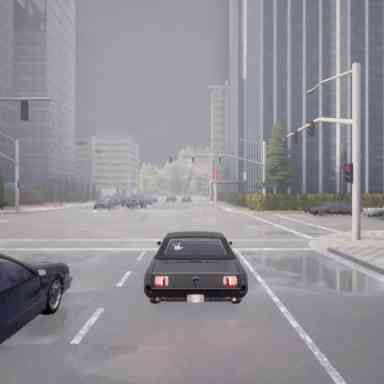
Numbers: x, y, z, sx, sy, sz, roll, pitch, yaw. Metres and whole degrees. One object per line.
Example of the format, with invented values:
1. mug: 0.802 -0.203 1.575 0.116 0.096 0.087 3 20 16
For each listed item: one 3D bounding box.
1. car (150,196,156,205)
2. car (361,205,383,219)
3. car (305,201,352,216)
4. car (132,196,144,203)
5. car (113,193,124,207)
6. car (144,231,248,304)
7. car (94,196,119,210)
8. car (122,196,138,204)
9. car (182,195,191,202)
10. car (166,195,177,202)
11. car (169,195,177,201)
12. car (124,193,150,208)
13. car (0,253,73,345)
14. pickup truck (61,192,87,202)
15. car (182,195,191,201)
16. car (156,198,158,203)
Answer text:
1. car: -8.040 1.352 57.880 2.097 1.767 4.553 0 0 -1
2. car: 16.944 1.601 28.013 4.718 1.301 1.895 0 0 0
3. car: 13.590 1.547 31.520 5.357 1.411 2.033 0 0 -3
4. car: -11.683 1.546 72.544 1.994 1.385 4.181 0 0 -1
5. car: -11.468 1.221 52.617 2.150 2.045 5.566 0 0 -1
6. car: 0.068 1.601 8.115 1.895 1.301 4.718 0 0 0
7. car: -11.333 1.564 43.283 1.994 1.385 4.181 0 0 -1
8. car: -11.586 1.491 62.564 2.128 1.511 4.902 0 0 -1
9. car: -1.213 1.553 74.960 1.994 1.385 4.181 0 0 -1
10. car: -4.703 1.500 74.500 1.837 1.490 4.892 0 0 -1
11. car: -4.868 1.524 84.667 1.812 1.442 4.674 0 0 -1
12. car: -7.912 1.221 48.130 2.150 2.045 5.566 0 0 -1
13. car: -3.435 1.547 4.519 2.033 1.411 5.357 0 0 0
14. pickup truck: -24.755 1.059 69.176 2.390 2.098 6.274 0 0 30
15. car: -1.369 1.540 84.735 2.033 1.411 5.357 0 0 -1
16. car: -8.115 1.564 67.926 1.994 1.385 4.181 0 0 0
